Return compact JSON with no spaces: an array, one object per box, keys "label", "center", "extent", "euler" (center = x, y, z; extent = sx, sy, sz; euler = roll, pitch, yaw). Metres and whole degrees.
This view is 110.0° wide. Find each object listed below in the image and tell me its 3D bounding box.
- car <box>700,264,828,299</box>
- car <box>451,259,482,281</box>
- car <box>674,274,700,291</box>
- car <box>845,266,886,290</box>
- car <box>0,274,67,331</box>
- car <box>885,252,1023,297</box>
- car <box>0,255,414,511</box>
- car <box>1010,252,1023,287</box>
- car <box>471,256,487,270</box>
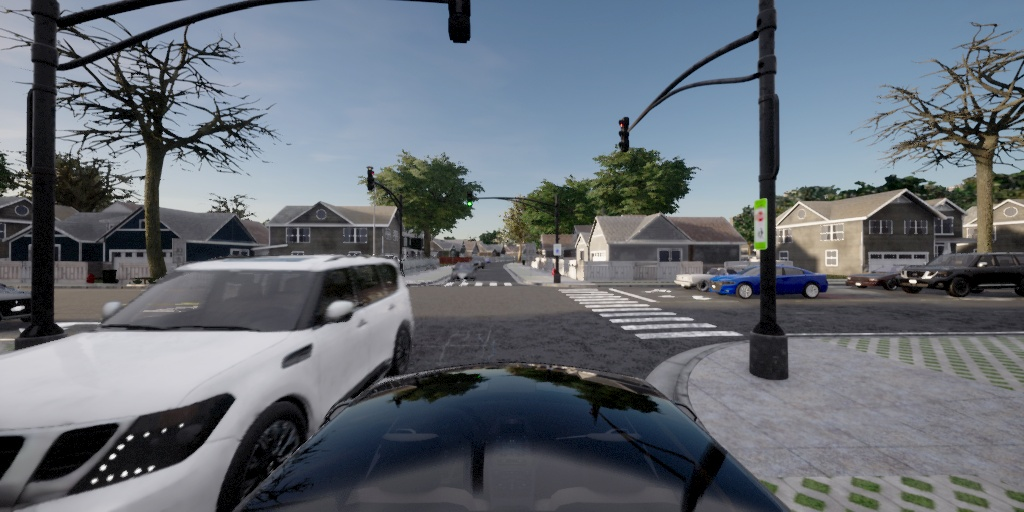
[{"label":"car","center":[12.007,1.160,16.980],"extent":[5.008,1.535,1.882],"euler":[0,0,-2]},{"label":"car","center":[-3.869,1.283,29.420],"extent":[2.128,1.511,4.902],"euler":[0,1,-3]},{"label":"car","center":[11.797,1.307,20.225],"extent":[4.718,1.301,1.895],"euler":[0,0,-2]},{"label":"car","center":[22.401,1.196,20.504],"extent":[5.357,1.411,2.033],"euler":[0,0,-1]},{"label":"car","center":[-15.228,1.226,9.555],"extent":[4.181,1.385,1.994],"euler":[0,0,-2]},{"label":"car","center":[21.966,0.850,17.247],"extent":[5.566,2.045,2.150],"euler":[0,0,-1]},{"label":"car","center":[-2.809,1.005,4.341],"extent":[2.150,2.045,5.566],"euler":[0,0,-1]},{"label":"car","center":[33.119,0.768,20.780],"extent":[5.566,2.045,2.150],"euler":[-1,0,-1]},{"label":"car","center":[-5.213,1.049,53.816],"extent":[2.150,2.045,5.566],"euler":[0,2,-4]}]
